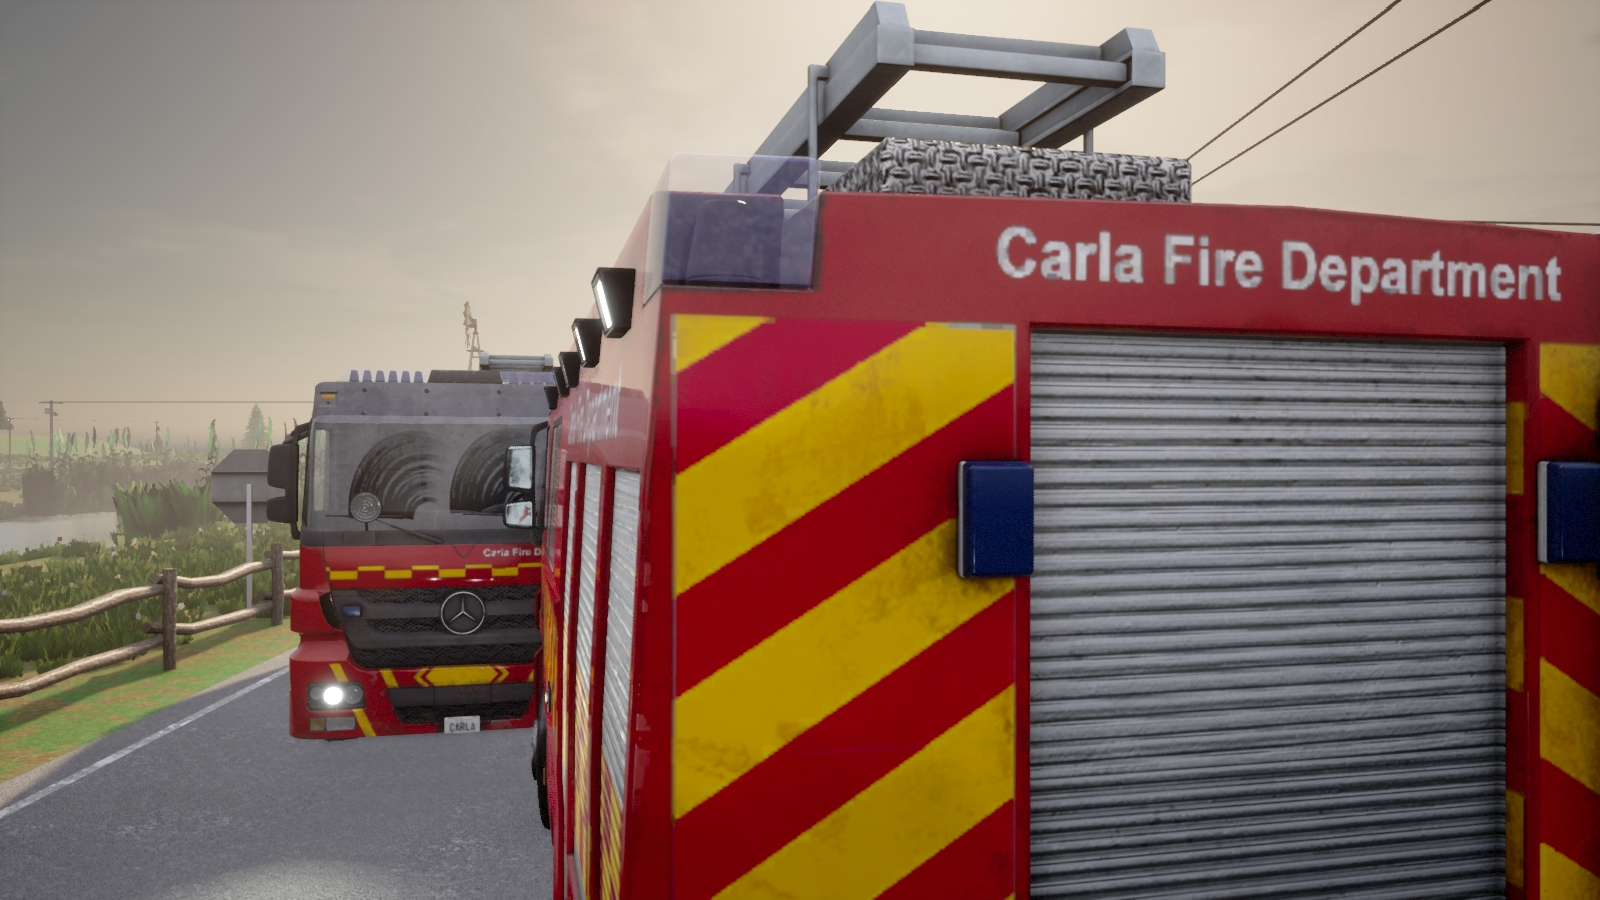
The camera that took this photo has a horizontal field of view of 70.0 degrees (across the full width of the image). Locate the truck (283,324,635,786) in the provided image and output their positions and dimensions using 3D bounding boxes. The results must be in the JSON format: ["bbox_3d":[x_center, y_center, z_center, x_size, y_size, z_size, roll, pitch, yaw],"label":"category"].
[{"bbox_3d":[-3.898,0.862,13.923,2.891,3.827,8.468,0,0,-14],"label":"truck"}]

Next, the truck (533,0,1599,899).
[{"bbox_3d":[-0.056,0.867,6.870,2.891,3.827,8.468,0,0,-14],"label":"truck"}]

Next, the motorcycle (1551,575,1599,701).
[{"bbox_3d":[9.798,2.142,13.155,1.805,1.316,0.856,0,0,-7],"label":"motorcycle"}]
